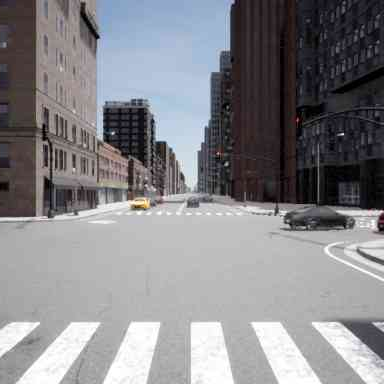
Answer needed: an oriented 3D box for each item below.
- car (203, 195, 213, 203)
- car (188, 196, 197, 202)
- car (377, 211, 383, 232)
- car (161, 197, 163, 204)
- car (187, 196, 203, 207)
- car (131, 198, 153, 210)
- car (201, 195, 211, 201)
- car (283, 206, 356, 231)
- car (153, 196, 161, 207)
[{"bbox_3d":[3.391,1.525,70.952,2.128,1.511,4.902,0,0,0],"label":"car"},{"bbox_3d":[0.157,1.551,78.787,1.994,1.385,4.181,0,0,0],"label":"car"},{"bbox_3d":[12.983,1.476,19.034,4.553,1.767,2.097,1,0,-18],"label":"car"},{"bbox_3d":[-6.440,1.482,61.857,1.882,1.535,5.008,0,0,0],"label":"car"},{"bbox_3d":[0.198,1.496,52.710,2.128,1.511,4.902,0,0,0],"label":"car"},{"bbox_3d":[-6.514,1.481,42.186,1.882,1.535,5.008,0,0,0],"label":"car"},{"bbox_3d":[3.411,1.492,81.372,2.128,1.511,4.902,0,0,0],"label":"car"},{"bbox_3d":[7.934,1.607,20.767,4.674,1.442,1.812,1,-1,-19],"label":"car"},{"bbox_3d":[-6.481,1.569,51.436,1.994,1.385,4.181,0,0,1],"label":"car"}]
